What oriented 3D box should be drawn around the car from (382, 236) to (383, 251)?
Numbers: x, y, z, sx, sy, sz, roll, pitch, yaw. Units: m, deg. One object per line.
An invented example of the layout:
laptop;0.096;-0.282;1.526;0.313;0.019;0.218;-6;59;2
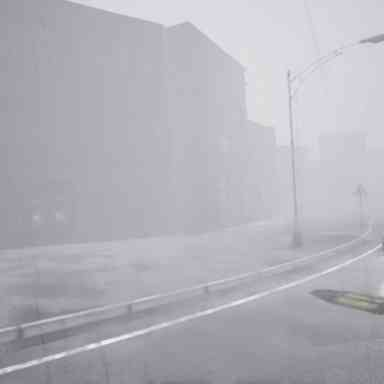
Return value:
car;9.205;1.717;13.613;1.994;1.385;4.181;-2;-2;39
